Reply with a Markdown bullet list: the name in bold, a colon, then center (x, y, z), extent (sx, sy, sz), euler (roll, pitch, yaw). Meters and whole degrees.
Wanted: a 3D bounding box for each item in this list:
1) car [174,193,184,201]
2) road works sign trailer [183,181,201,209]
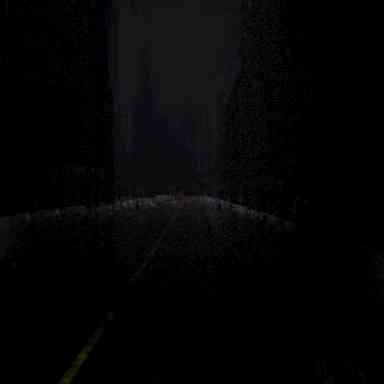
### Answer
- **car**: center (-3.001, 1.123, 76.738), extent (2.097, 1.767, 4.553), euler (0, 0, 0)
- **road works sign trailer**: center (0.000, 0.362, 44.479), extent (2.380, 3.560, 2.880), euler (0, 0, 0)
